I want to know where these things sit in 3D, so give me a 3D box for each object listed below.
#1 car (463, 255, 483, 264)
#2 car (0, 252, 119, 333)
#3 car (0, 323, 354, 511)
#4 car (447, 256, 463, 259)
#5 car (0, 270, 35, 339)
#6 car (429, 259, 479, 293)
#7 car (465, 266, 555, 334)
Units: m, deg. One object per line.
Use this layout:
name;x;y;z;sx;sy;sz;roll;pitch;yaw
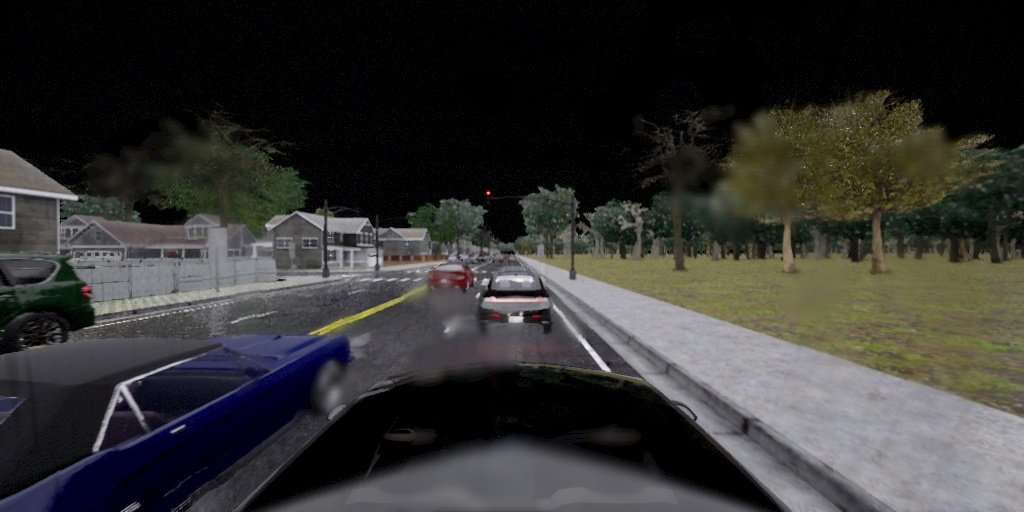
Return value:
car;-6.500;0.835;59.746;1.994;1.385;4.181;0;1;1
car;-9.847;0.946;5.171;2.150;2.045;5.566;0;0;0
car;-3.150;1.341;2.937;1.895;1.301;4.718;0;0;0
car;-9.749;0.797;59.716;1.812;1.442;4.674;0;1;1
car;-6.599;1.100;1.868;2.097;1.767;4.553;0;1;0
car;-3.135;1.088;19.422;1.882;1.535;5.008;0;0;0
car;0.103;1.173;10.331;2.128;1.511;4.902;0;0;0
